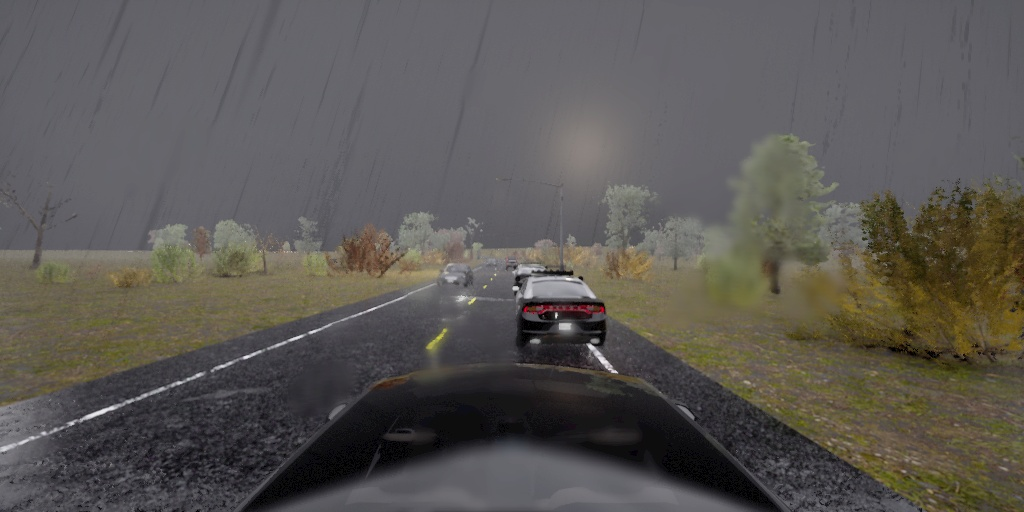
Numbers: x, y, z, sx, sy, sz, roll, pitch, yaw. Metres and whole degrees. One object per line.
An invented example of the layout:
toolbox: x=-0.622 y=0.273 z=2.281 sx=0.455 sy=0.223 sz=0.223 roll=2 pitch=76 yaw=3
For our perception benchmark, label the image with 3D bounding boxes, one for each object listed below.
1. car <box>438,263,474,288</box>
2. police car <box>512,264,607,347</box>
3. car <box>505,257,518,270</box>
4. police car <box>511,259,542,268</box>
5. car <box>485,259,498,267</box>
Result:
car: x=-3.606 y=1.254 z=23.733 sx=2.128 sy=1.511 sz=4.902 roll=0 pitch=0 yaw=0
police car: x=1.048 y=1.183 z=9.517 sx=1.930 sy=1.638 sz=5.238 roll=0 pitch=0 yaw=0
car: x=0.044 y=1.248 z=52.585 sx=1.837 sy=1.490 sz=4.892 roll=0 pitch=0 yaw=0
police car: x=1.045 y=1.187 z=19.519 sx=1.930 sy=1.638 sz=5.238 roll=0 pitch=0 yaw=0
car: x=-3.575 y=1.229 z=63.298 sx=1.837 sy=1.490 sz=4.892 roll=0 pitch=0 yaw=0
